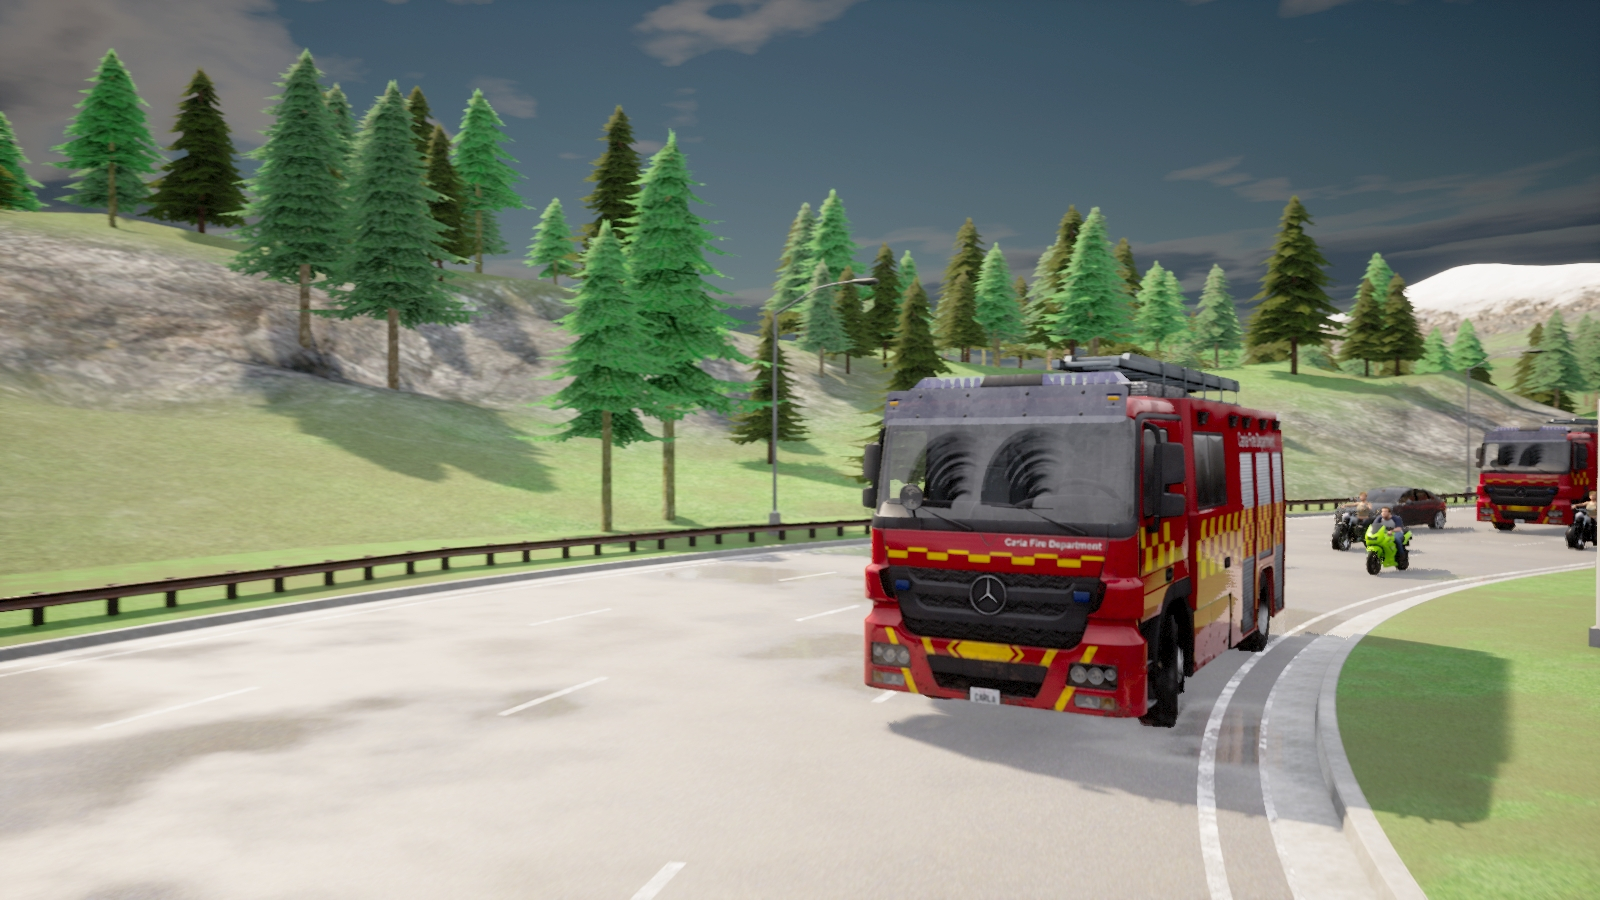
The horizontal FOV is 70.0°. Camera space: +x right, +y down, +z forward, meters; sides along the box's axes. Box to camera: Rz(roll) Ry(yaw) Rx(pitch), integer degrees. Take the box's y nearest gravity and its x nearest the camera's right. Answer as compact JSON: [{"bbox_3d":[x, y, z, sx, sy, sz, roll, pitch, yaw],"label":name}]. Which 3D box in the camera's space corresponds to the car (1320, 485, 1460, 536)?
[{"bbox_3d":[20.377,2.040,39.377,4.892,1.480,2.231,-1,0,-34],"label":"car"}]

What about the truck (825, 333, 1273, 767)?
[{"bbox_3d":[3.703,0.880,14.446,2.891,3.827,8.468,0,0,32],"label":"truck"}]

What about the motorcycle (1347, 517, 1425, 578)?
[{"bbox_3d":[13.173,2.173,25.659,2.033,1.199,0.803,0,0,-39],"label":"motorcycle"}]

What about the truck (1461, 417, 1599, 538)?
[{"bbox_3d":[26.587,0.874,39.679,8.468,3.827,2.891,0,0,-34],"label":"truck"}]

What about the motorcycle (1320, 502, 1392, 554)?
[{"bbox_3d":[15.463,2.138,31.758,2.356,1.307,0.764,0,0,-35],"label":"motorcycle"}]

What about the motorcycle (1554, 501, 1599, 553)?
[{"bbox_3d":[22.139,2.142,32.108,2.356,1.307,0.764,0,0,-34],"label":"motorcycle"}]
